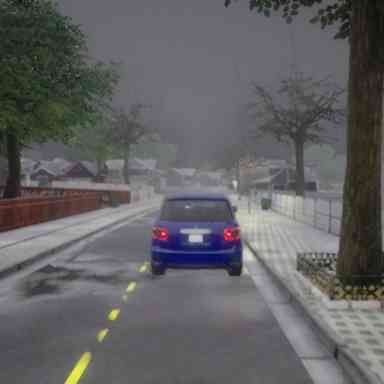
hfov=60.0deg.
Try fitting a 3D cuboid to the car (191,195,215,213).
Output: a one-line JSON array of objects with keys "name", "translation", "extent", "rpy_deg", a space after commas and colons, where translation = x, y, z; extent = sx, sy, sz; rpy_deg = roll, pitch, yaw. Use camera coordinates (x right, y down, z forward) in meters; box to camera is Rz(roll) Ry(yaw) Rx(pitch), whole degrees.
[{"name": "car", "translation": [1.043, 0.962, 28.449], "extent": [1.895, 1.301, 4.718], "rpy_deg": [0, 1, 4]}]

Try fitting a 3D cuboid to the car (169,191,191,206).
[{"name": "car", "translation": [-1.232, 0.691, 36.844], "extent": [1.837, 1.490, 4.892], "rpy_deg": [0, 1, 5]}]

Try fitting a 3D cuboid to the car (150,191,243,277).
[{"name": "car", "translation": [0.175, 0.997, 9.663], "extent": [2.150, 2.045, 5.566], "rpy_deg": [0, 2, 2]}]
